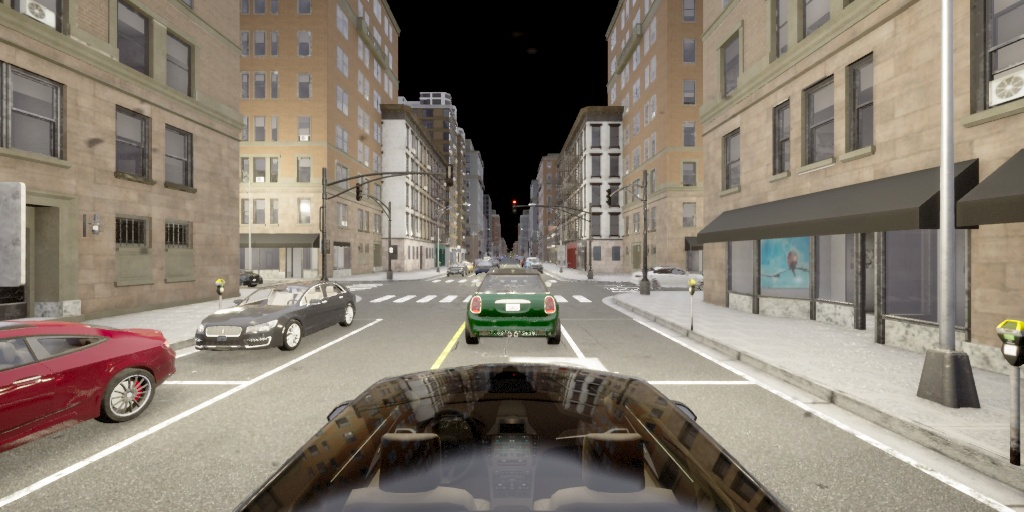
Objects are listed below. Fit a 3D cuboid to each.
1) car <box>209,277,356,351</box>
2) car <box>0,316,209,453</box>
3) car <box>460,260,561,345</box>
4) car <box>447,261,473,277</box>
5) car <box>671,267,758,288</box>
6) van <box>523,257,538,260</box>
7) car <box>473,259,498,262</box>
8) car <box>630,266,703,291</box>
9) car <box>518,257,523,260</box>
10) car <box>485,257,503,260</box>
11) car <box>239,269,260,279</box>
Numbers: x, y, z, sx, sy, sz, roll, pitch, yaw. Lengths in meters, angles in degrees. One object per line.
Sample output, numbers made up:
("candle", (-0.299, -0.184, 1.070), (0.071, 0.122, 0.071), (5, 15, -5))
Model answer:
("car", (-5.389, 1.300, 8.843), (2.007, 1.370, 4.403), (0, 0, 0))
("car", (-5.389, 1.332, 3.161), (1.802, 1.307, 4.207), (0, 0, 0))
("car", (0.040, 1.102, 9.685), (2.097, 1.767, 4.553), (0, 0, 1))
("car", (-5.393, 1.296, 35.719), (2.007, 1.370, 4.403), (0, 0, 0))
("car", (13.495, 1.431, 24.079), (4.718, 1.301, 1.895), (0, 0, 0))
("van", (2.637, 1.084, 46.533), (1.690, 1.789, 3.998), (0, 0, 0))
("car", (-2.851, 1.292, 38.131), (2.033, 1.411, 5.357), (0, 0, 0))
("car", (9.482, 1.331, 21.379), (4.674, 1.442, 1.812), (0, 0, 5))
("car", (2.640, 1.056, 62.752), (2.192, 1.841, 5.009), (0, 0, 0))
("car", (-2.846, 1.250, 55.854), (1.837, 1.490, 4.892), (0, -1, 0))
("car", (-17.145, 1.223, 21.077), (4.181, 1.385, 1.994), (0, 0, 0))
